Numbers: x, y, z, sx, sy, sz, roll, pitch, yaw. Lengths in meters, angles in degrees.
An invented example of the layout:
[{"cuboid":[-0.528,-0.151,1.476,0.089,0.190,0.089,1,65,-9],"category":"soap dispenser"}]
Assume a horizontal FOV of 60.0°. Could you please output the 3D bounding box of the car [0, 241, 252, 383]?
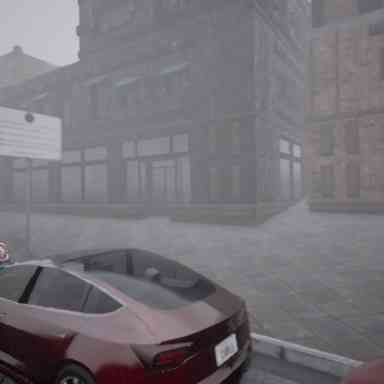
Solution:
[{"cuboid":[-1.585,1.499,4.448,4.792,1.488,2.163,0,0,35],"category":"car"}]
